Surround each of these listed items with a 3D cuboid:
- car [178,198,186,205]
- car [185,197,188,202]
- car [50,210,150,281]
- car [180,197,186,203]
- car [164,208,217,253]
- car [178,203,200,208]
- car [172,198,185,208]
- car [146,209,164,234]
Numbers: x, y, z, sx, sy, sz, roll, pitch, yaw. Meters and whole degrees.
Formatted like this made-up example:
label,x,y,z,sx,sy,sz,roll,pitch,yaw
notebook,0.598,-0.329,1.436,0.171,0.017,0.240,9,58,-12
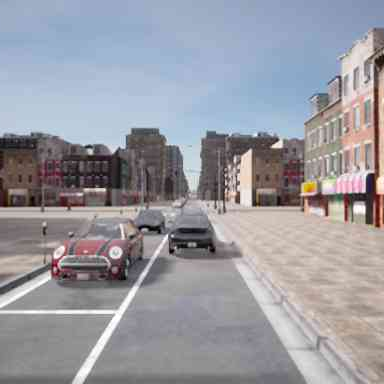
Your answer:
label,x,y,z,sx,sy,sz,roll,pitch,yaw
car,-2.592,2.429,86.575,1.967,1.590,4.097,0,-1,0
car,-2.594,2.354,80.970,1.967,1.590,4.097,0,-1,0
car,-2.626,1.538,10.023,1.967,1.590,4.097,1,-1,0
car,-2.602,2.242,64.154,1.887,1.381,4.507,0,-1,0
car,0.010,1.649,14.310,1.837,1.490,4.892,0,0,0
car,0.015,1.894,29.110,1.895,1.301,4.718,0,-1,0
car,-2.605,2.152,58.380,1.752,1.417,4.829,0,-1,0
car,-2.622,1.772,20.781,1.947,1.339,4.313,0,-1,0
